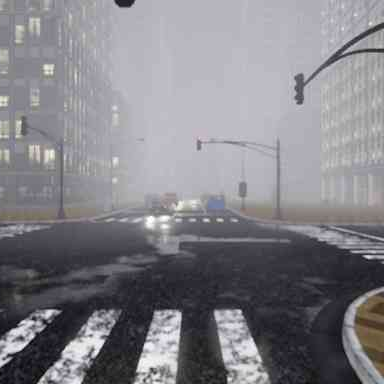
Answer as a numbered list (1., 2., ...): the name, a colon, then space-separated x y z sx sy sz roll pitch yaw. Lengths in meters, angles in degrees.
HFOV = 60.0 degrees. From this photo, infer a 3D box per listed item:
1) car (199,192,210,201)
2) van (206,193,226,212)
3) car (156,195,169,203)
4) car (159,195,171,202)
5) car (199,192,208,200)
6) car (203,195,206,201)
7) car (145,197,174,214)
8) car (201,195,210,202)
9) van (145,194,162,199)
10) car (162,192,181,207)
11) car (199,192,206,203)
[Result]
1. car: 2.810 1.047 75.112 2.192 1.841 5.009 0 0 0
2. van: 2.728 1.212 36.341 1.690 1.788 3.998 0 0 0
3. car: -5.627 1.339 64.076 1.947 1.339 4.313 0 0 0
4. car: -5.599 1.303 69.614 2.008 1.369 4.403 0 0 0
5. car: 2.866 1.006 86.191 2.192 1.841 5.009 0 0 0
6. car: 2.665 1.396 41.880 1.887 1.381 4.507 0 0 0
7. car: -3.193 1.483 33.315 1.895 1.301 4.718 0 0 0
8. car: 2.781 1.297 69.573 1.887 1.381 4.507 0 0 0
9. van: -5.710 1.173 47.458 1.690 1.788 3.998 0 0 0
10. car: -3.102 1.053 48.276 2.150 2.045 5.566 0 0 0
11. car: 2.754 1.088 64.033 2.192 1.841 5.009 0 0 0
